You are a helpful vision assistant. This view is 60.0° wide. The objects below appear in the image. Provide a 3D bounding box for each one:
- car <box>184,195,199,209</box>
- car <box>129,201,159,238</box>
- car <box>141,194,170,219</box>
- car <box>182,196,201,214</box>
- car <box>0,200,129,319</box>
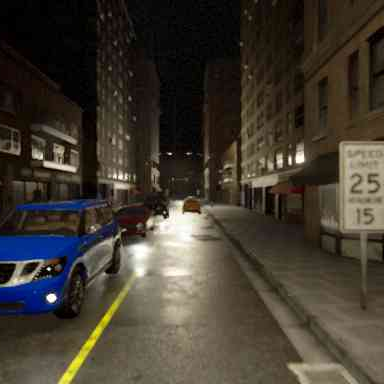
[{"bbox_3d":[-0.091,1.399,47.535,2.097,1.767,4.553,0,0,-1],"label":"car"},{"bbox_3d":[-3.167,1.499,18.064,1.882,1.535,5.008,0,0,0],"label":"car"},{"bbox_3d":[-3.131,1.239,29.363,2.150,2.045,5.566,0,0,0],"label":"car"},{"bbox_3d":[-0.057,1.513,35.310,1.882,1.535,5.008,0,0,0],"label":"car"},{"bbox_3d":[-3.132,1.233,7.752,2.150,2.045,5.566,0,0,0],"label":"car"}]
